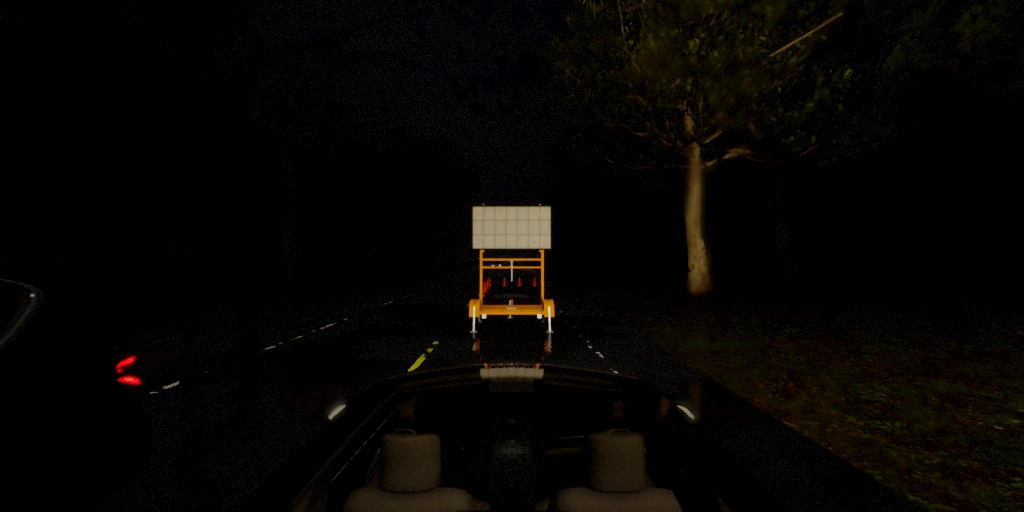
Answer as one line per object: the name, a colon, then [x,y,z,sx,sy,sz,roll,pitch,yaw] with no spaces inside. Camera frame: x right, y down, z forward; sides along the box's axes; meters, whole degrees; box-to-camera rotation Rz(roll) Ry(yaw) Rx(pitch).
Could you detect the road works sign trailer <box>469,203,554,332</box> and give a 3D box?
road works sign trailer: [-0.006,0.217,10.804,2.380,3.560,2.880,0,0,0]
